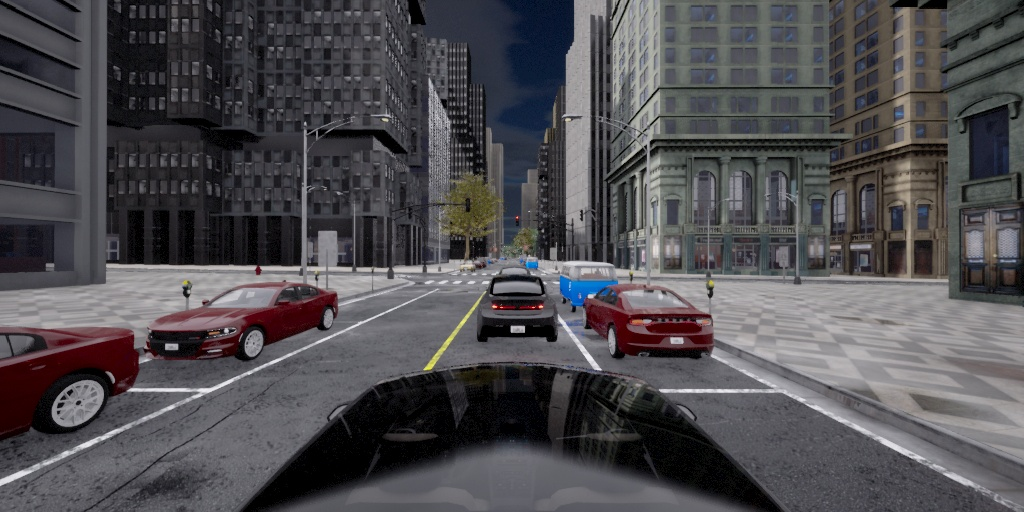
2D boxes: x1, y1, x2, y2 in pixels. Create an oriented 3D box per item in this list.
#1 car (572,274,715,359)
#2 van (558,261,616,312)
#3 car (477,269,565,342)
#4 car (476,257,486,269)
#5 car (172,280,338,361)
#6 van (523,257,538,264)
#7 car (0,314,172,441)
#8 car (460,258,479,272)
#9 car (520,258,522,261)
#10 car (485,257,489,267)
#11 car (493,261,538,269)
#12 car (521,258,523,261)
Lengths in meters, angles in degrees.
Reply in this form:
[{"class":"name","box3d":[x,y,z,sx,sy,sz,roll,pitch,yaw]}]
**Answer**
[{"class":"car","box3d":[2.790,1.296,8.286,1.888,1.381,4.507,0,0,0]},{"class":"van","box3d":[2.804,1.093,13.811,1.690,1.789,3.998,0,0,0]},{"class":"car","box3d":[0.119,1.256,9.763,1.837,1.490,4.892,0,0,0]},{"class":"car","box3d":[-5.637,1.326,56.997,1.888,1.381,4.507,0,0,0]},{"class":"car","box3d":[-5.765,1.296,8.324,1.888,1.381,4.507,0,0,0]},{"class":"van","box3d":[2.876,1.116,51.795,1.690,1.789,3.998,0,0,0]},{"class":"car","box3d":[-5.776,1.295,2.799,1.888,1.381,4.507,0,0,0]},{"class":"car","box3d":[-5.668,1.297,46.247,1.751,1.417,4.829,0,0,0]},{"class":"car","box3d":[2.901,1.332,62.621,1.888,1.381,4.507,0,0,0]},{"class":"car","box3d":[-5.625,1.101,62.286,2.192,1.841,5.009,0,0,0]},{"class":"car","box3d":[0.135,1.231,18.939,1.882,1.535,5.008,0,0,0]},{"class":"car","box3d":[2.888,1.347,57.208,1.948,1.339,4.313,0,0,0]}]
